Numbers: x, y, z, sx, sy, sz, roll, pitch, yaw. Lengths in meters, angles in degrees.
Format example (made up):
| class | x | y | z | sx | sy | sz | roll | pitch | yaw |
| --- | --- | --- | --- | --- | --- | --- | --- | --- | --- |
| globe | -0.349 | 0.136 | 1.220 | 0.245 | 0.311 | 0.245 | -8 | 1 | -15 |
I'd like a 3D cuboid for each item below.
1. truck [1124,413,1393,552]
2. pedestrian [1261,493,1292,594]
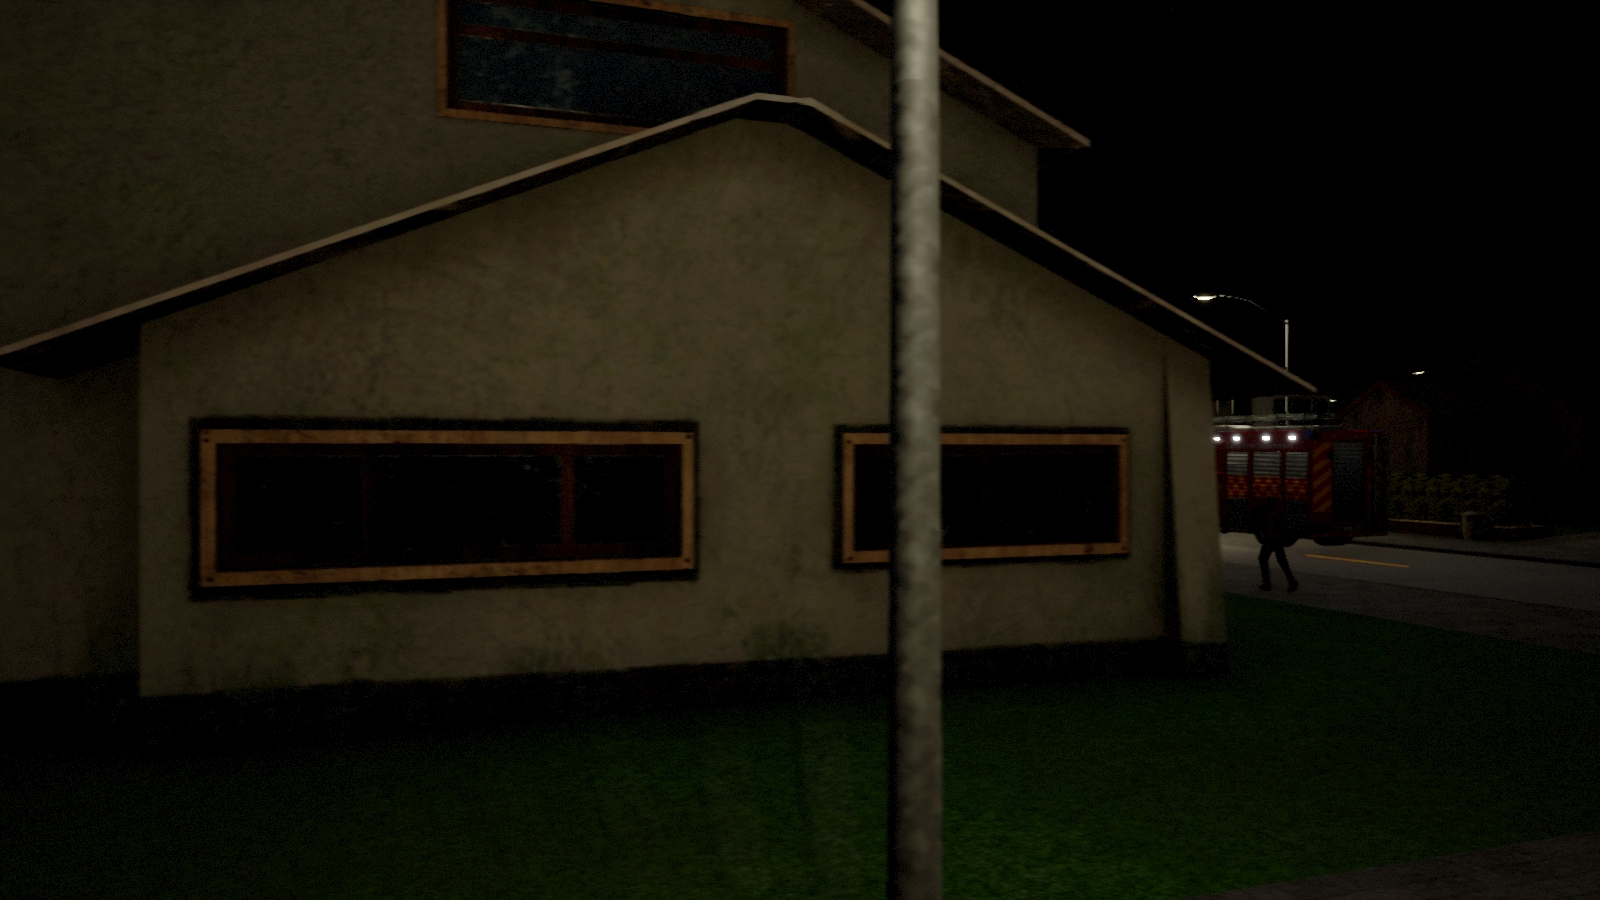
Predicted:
| class | x | y | z | sx | sy | sz | roll | pitch | yaw |
| --- | --- | --- | --- | --- | --- | --- | --- | --- | --- |
| truck | 13.973 | 0.891 | 35.839 | 2.891 | 3.827 | 8.468 | 0 | 0 | -20 |
| pedestrian | 8.898 | 1.736 | 21.351 | 0.375 | 1.860 | 0.375 | 0 | 0 | -20 |
